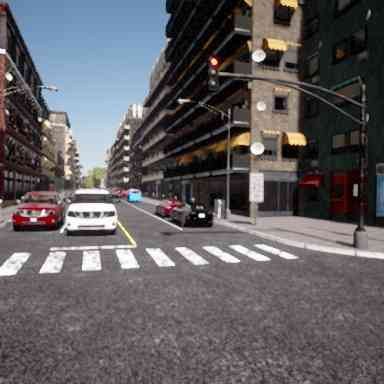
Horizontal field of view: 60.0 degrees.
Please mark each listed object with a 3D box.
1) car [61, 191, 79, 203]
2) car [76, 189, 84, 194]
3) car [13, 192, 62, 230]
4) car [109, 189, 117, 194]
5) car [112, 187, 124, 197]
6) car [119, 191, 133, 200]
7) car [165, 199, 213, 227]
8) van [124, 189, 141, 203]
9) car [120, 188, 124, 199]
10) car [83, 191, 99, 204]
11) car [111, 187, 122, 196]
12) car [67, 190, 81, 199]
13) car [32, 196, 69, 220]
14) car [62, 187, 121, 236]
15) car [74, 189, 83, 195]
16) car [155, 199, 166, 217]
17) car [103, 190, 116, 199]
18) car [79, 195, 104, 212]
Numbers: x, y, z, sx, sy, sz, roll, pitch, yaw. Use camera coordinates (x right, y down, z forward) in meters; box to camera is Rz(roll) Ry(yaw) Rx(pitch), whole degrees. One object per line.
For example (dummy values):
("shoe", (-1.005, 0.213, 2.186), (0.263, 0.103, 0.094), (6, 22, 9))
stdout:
("car", (-16.234, 0.638, 44.483), (1.947, 1.339, 4.313), (2, 1, -17))
("car", (-29.277, -0.202, 87.092), (1.802, 1.307, 4.206), (2, 1, -17))
("car", (-8.075, 0.924, 17.850), (2.192, 1.841, 5.009), (2, 1, -17))
("car", (-21.301, -0.141, 89.670), (1.752, 1.417, 4.829), (2, 1, -17))
("car", (-16.354, -0.028, 73.528), (2.192, 1.841, 5.009), (2, 1, -17))
("car", (-11.471, 0.522, 57.551), (1.887, 1.381, 4.507), (2, 1, -17))
("car", (-0.061, 1.295, 20.269), (1.947, 1.339, 4.313), (2, 1, -17))
("van", (-8.205, 0.533, 46.898), (1.690, 1.788, 3.998), (2, 1, -17))
("car", (-11.140, 0.622, 47.242), (2.128, 1.511, 4.902), (1, 1, -17))
("car", (-13.061, 0.657, 43.192), (1.837, 1.490, 4.892), (1, 1, -17))
("car", (-17.984, -0.135, 78.853), (2.192, 1.841, 5.009), (2, 1, -17))
("car", (-19.495, 0.423, 55.135), (1.947, 1.339, 4.313), (2, 1, -17))
("car", (-9.713, 1.046, 23.178), (1.887, 1.381, 4.507), (2, 1, -17))
("car", (-5.019, 0.905, 16.708), (2.150, 2.045, 5.566), (1, 1, -17))
("car", (-26.016, -0.026, 76.440), (1.887, 1.381, 4.507), (2, 1, -17))
("car", (-1.691, 1.203, 25.595), (1.802, 1.307, 4.206), (2, 1, -17))
("car", (-14.178, 0.457, 57.169), (1.812, 1.442, 4.674), (1, 1, -17))
("car", (-9.021, 0.983, 29.857), (1.994, 1.385, 4.181), (1, 1, -17))
